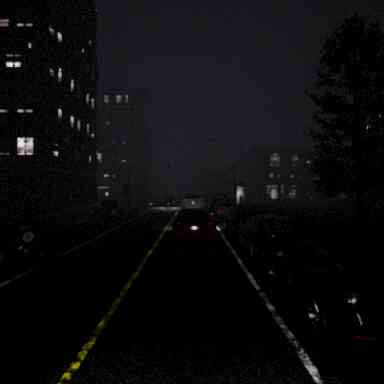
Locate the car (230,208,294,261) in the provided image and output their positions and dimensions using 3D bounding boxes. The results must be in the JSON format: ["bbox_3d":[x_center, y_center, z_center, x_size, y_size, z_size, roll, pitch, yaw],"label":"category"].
[{"bbox_3d":[2.692,1.474,11.771,2.008,1.369,4.403,0,0,0],"label":"car"}]

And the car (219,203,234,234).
[{"bbox_3d":[2.693,1.454,17.311,1.947,1.339,4.313,0,0,0],"label":"car"}]

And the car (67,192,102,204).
[{"bbox_3d":[-17.265,0.921,53.704,5.009,1.841,2.192,0,0,0],"label":"car"}]

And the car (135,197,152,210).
[{"bbox_3d":[-5.685,1.274,39.301,1.752,1.417,4.829,0,0,0],"label":"car"}]

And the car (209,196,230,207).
[{"bbox_3d":[2.695,1.342,28.560,1.752,1.417,4.829,0,0,0],"label":"car"}]

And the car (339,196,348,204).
[{"bbox_3d":[26.159,1.328,53.956,4.507,1.381,1.887,0,0,0],"label":"car"}]

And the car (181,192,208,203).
[{"bbox_3d":[0.106,1.011,32.731,2.150,2.045,5.566,0,0,0],"label":"car"}]

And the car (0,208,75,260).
[{"bbox_3d":[-5.689,1.362,11.772,1.967,1.590,4.097,0,0,0],"label":"car"}]

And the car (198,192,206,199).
[{"bbox_3d":[2.703,0.925,88.812,1.967,1.590,4.097,0,0,0],"label":"car"}]

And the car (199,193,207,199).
[{"bbox_3d":[2.702,0.952,83.116,1.967,1.590,4.097,0,0,0],"label":"car"}]

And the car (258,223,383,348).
[{"bbox_3d":[2.691,1.524,6.234,1.947,1.339,4.313,0,0,0],"label":"car"}]

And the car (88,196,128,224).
[{"bbox_3d":[-5.687,1.292,22.851,1.967,1.590,4.097,0,0,0],"label":"car"}]

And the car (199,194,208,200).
[{"bbox_3d":[2.701,1.089,77.420,2.008,1.369,4.403,0,0,0],"label":"car"}]

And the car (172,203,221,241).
[{"bbox_3d":[0.103,1.461,15.922,1.994,1.385,4.181,0,0,0],"label":"car"}]

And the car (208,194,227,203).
[{"bbox_3d":[2.696,1.098,33.928,2.192,1.841,5.009,0,0,0],"label":"car"}]

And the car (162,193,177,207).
[{"bbox_3d":[-3.004,1.221,44.961,1.837,1.490,4.892,0,0,0],"label":"car"}]
